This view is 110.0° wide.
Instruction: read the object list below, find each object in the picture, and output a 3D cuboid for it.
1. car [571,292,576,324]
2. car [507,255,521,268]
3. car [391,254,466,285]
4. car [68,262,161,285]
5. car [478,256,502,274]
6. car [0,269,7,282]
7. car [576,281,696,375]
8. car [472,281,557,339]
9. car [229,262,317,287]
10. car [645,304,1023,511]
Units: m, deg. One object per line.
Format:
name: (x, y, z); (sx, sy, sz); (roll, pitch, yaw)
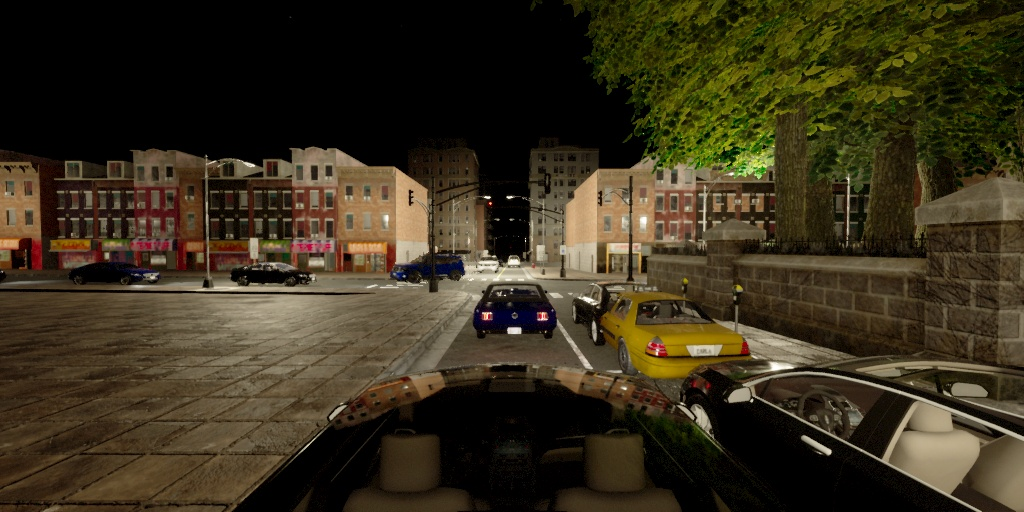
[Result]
car: (2.658, 1.299, 9.262); (2.007, 1.370, 4.403); (0, 0, 0)
car: (0.380, 1.012, 63.734); (2.150, 2.045, 5.566); (0, 0, 0)
car: (-6.010, 0.910, 26.514); (5.566, 2.045, 2.150); (0, 2, -42)
car: (-25.140, 1.083, 22.741); (4.674, 1.442, 1.812); (1, 1, 0)
car: (-2.722, 0.986, 42.578); (2.150, 2.045, 5.566); (0, 0, 1)
car: (-35.283, 0.969, 22.768); (4.674, 1.442, 1.812); (1, 1, 1)
car: (2.684, 1.274, 7.289); (1.751, 1.417, 4.829); (0, 0, 0)
car: (0.072, 1.349, 10.066); (1.895, 1.301, 4.718); (0, 0, 0)
car: (-15.035, 1.160, 22.721); (4.902, 1.511, 2.128); (1, 1, 0)
car: (2.637, 1.300, 2.127); (2.007, 1.370, 4.403); (0, 0, 0)
